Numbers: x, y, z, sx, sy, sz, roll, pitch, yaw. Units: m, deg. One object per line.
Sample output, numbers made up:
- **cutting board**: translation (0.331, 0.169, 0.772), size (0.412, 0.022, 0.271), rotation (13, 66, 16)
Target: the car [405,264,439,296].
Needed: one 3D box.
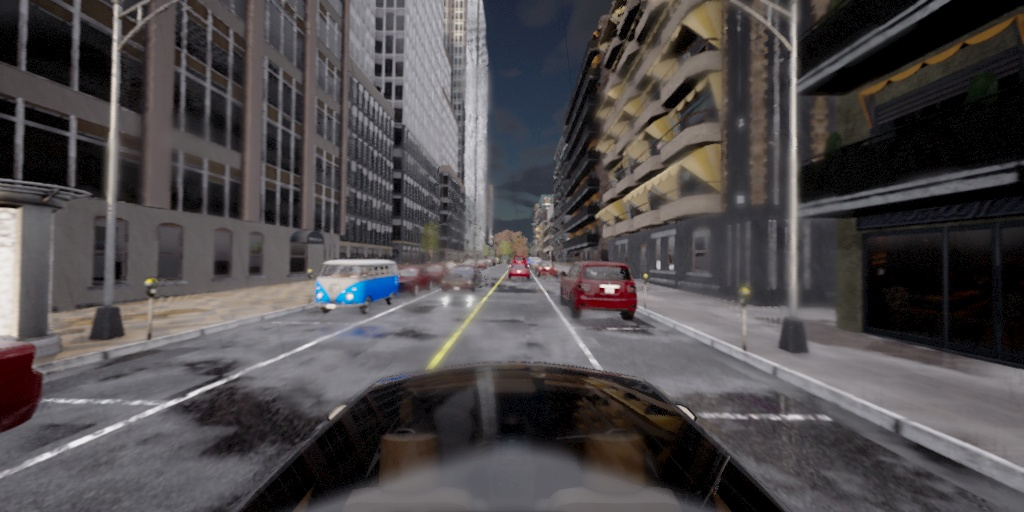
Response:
- **car**: translation (-5.377, 1.221, 18.710), size (1.888, 1.381, 4.507), rotation (0, 0, 1)

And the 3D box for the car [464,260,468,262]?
- **car**: translation (-5.142, 1.204, 29.852), size (1.751, 1.417, 4.829), rotation (0, 0, 1)

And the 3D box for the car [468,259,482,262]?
- **car**: translation (-4.900, 1.120, 41.334), size (1.967, 1.591, 4.097), rotation (0, 0, 1)

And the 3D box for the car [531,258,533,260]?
- **car**: translation (3.721, 1.323, 52.646), size (1.751, 1.417, 4.829), rotation (0, 0, 1)

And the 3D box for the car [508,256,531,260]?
- **car**: translation (0.972, 0.984, 46.950), size (2.150, 2.045, 5.566), rotation (1, 0, 2)

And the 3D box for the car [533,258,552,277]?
- **car**: translation (3.359, 1.234, 35.507), size (1.967, 1.591, 4.097), rotation (0, 0, 1)

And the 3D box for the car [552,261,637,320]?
- **car**: translation (2.881, 1.105, 12.883), size (2.192, 1.841, 5.009), rotation (0, 0, 1)

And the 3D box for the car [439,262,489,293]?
- **car**: translation (-2.731, 1.260, 20.732), size (2.033, 1.411, 5.357), rotation (1, 0, 1)

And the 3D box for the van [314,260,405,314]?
- **van**: translation (-5.497, 1.016, 13.053), size (1.690, 1.789, 3.998), rotation (0, 0, 1)

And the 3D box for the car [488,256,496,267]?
- **car**: translation (-4.422, 1.236, 63.958), size (2.007, 1.370, 4.403), rotation (0, 0, 1)

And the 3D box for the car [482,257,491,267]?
- **car**: translation (-4.661, 1.228, 52.646), size (1.888, 1.381, 4.507), rotation (0, 0, 1)

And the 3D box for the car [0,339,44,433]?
- **car**: translation (-5.736, 1.219, 1.742), size (1.888, 1.381, 4.507), rotation (0, 0, 1)

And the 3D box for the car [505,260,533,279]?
- **car**: translation (0.672, 1.322, 33.111), size (1.994, 1.385, 4.181), rotation (1, 0, 2)
